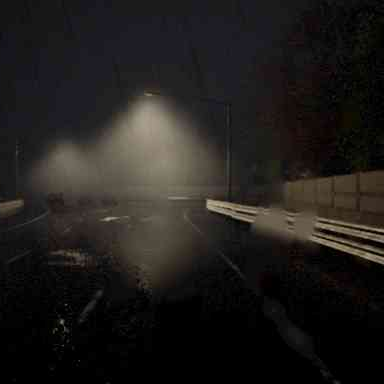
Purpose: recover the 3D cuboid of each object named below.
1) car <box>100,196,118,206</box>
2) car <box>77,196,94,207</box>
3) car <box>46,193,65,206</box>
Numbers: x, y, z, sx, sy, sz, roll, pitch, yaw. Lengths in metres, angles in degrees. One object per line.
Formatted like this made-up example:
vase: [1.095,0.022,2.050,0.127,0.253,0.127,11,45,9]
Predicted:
car: [-12.785,1.384,51.219,1.812,1.442,4.674,0,0,-27]
car: [-16.107,1.376,50.072,1.837,1.490,4.892,0,0,-27]
car: [-22.170,1.097,53.825,2.150,2.045,5.566,0,0,-32]
